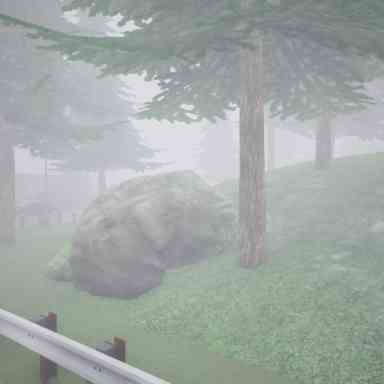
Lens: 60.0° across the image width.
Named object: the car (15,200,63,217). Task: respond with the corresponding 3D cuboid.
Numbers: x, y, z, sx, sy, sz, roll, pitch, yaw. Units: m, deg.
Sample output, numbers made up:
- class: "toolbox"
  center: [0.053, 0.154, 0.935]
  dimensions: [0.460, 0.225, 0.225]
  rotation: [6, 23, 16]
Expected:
- class: "car"
  center: [-13.278, 1.490, 27.867]
  dimensions: [1.837, 1.490, 4.892]
  rotation: [0, 0, 35]
